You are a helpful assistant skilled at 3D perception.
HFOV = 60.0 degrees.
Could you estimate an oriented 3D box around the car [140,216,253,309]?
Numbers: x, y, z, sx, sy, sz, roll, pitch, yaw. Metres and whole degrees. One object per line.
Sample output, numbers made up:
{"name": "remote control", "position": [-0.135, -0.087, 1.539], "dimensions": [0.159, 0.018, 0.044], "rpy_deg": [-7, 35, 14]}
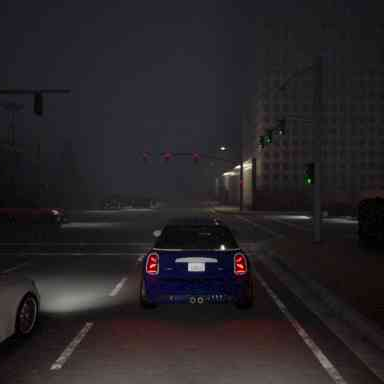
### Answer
{"name": "car", "position": [0.095, 1.352, 8.032], "dimensions": [2.097, 1.767, 4.553], "rpy_deg": [0, 0, 0]}

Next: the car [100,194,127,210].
{"name": "car", "position": [-10.521, 1.221, 44.067], "dimensions": [2.150, 2.045, 5.566], "rpy_deg": [0, 0, 0]}

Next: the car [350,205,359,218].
{"name": "car", "position": [15.844, 1.560, 26.915], "dimensions": [4.892, 1.490, 1.837], "rpy_deg": [0, 0, 0]}

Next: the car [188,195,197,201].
{"name": "car", "position": [0.132, 1.540, 83.814], "dimensions": [2.033, 1.411, 5.357], "rpy_deg": [0, 0, 0]}

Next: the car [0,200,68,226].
{"name": "car", "position": [-11.075, 1.374, 23.201], "dimensions": [4.553, 1.767, 2.097], "rpy_deg": [0, 0, 0]}

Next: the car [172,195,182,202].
{"name": "car", "position": [-3.384, 1.469, 73.501], "dimensions": [1.882, 1.535, 5.008], "rpy_deg": [0, 0, 0]}

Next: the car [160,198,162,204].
{"name": "car", "position": [-6.940, 1.564, 65.241], "dimensions": [1.994, 1.385, 4.181], "rpy_deg": [0, 0, 0]}

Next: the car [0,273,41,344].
{"name": "car", "position": [-3.433, 1.526, 3.599], "dimensions": [1.812, 1.442, 4.674], "rpy_deg": [0, 0, 1]}

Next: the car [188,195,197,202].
{"name": "car", "position": [0.123, 1.355, 73.832], "dimensions": [2.097, 1.767, 4.553], "rpy_deg": [0, 0, 0]}

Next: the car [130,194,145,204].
{"name": "car", "position": [-10.449, 1.352, 63.619], "dimensions": [2.097, 1.767, 4.553], "rpy_deg": [0, 0, 1]}

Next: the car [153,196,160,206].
{"name": "car", "position": [-6.993, 1.505, 55.195], "dimensions": [1.837, 1.490, 4.892], "rpy_deg": [0, 0, 0]}

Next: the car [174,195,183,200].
{"name": "car", "position": [-3.368, 1.423, 83.754], "dimensions": [1.895, 1.301, 4.718], "rpy_deg": [0, 0, 0]}

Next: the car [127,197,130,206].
{"name": "car", "position": [-10.500, 1.477, 53.839], "dimensions": [1.882, 1.535, 5.008], "rpy_deg": [0, 0, 0]}

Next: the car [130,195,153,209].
{"name": "car", "position": [-7.012, 1.526, 46.301], "dimensions": [1.812, 1.442, 4.674], "rpy_deg": [0, 0, 0]}

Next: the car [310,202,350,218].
{"name": "car", "position": [12.999, 1.619, 30.415], "dimensions": [4.181, 1.385, 1.994], "rpy_deg": [0, 0, 0]}
